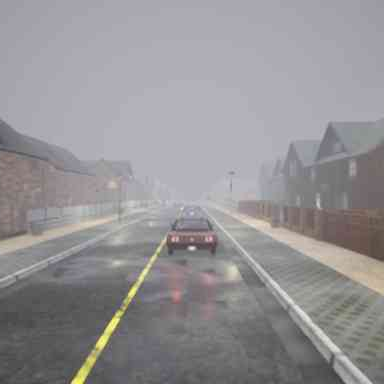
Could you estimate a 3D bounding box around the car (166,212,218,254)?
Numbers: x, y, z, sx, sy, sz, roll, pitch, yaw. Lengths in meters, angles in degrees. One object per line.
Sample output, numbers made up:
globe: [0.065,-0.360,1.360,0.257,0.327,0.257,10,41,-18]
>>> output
car: [0.005,1.743,14.100,1.895,1.301,4.718,0,-1,0]

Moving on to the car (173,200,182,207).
car: [-2.738,2.347,67.872,1.812,1.442,4.674,0,-1,0]

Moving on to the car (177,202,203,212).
car: [0.007,1.853,28.982,2.033,1.411,5.357,0,-1,0]
